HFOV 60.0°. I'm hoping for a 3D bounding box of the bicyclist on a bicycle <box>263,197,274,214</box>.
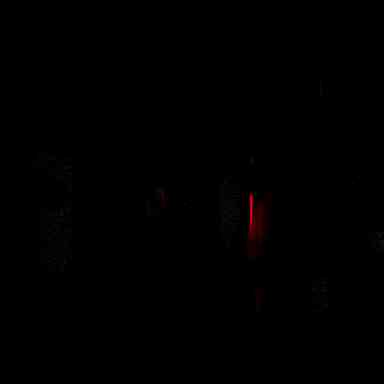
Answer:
[{"bbox_3d":[7.383,1.349,32.117,1.656,1.620,0.582,0,0,-36],"label":"bicyclist on a bicycle"}]
